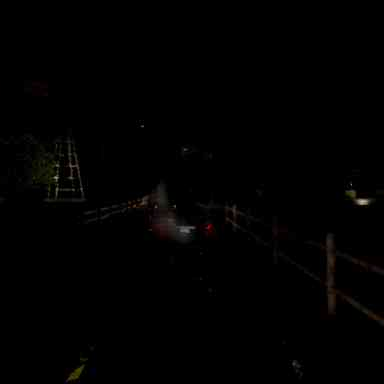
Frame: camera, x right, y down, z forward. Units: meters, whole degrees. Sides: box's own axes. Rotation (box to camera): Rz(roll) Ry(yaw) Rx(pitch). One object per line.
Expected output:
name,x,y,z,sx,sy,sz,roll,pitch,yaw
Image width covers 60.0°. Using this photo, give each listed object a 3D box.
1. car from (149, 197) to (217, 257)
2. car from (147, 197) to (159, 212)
car,-0.295,1.264,12.756,2.097,1.767,4.553,-1,0,-2
car,-3.719,1.292,36.306,2.128,1.511,4.902,-1,0,-2
